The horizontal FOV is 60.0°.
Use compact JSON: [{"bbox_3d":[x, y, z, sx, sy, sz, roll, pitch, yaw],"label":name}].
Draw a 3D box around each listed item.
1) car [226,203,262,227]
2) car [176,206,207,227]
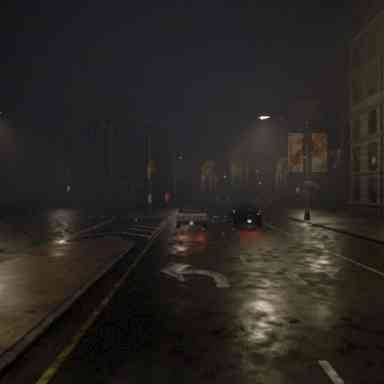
[{"bbox_3d":[3.492,1.504,22.526,1.837,1.490,4.892,0,0,0],"label":"car"},{"bbox_3d":[-0.024,1.600,22.454,1.895,1.301,4.718,0,0,0],"label":"car"}]
